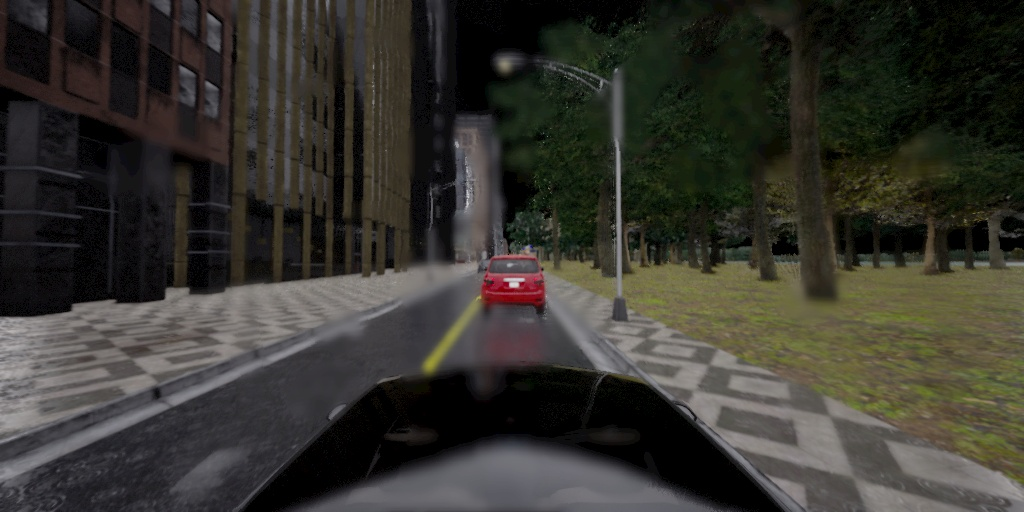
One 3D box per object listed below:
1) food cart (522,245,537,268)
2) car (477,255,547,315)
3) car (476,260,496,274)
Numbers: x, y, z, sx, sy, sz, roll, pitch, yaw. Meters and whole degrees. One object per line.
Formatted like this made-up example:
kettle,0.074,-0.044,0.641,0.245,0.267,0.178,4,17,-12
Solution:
food cart,3.112,0.318,53.704,2.280,3.560,4.660,0,0,0
car,0.078,0.996,13.826,2.150,2.045,5.566,0,0,0
car,-3.110,1.319,43.538,2.128,1.511,4.902,0,0,0
